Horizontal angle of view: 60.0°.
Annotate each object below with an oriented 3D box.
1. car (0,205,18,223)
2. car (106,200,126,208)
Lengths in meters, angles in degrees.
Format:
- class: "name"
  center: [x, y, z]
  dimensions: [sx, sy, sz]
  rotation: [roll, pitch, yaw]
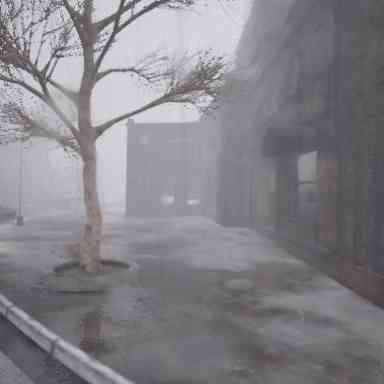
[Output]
- class: "car"
  center: [-16.055, 1.727, 27.620]
  dimensions: [1.994, 1.385, 4.181]
  rotation: [1, -1, -8]
- class: "car"
  center: [-14.050, 2.139, 61.812]
  dimensions: [1.882, 1.535, 5.008]
  rotation: [1, -1, 16]
